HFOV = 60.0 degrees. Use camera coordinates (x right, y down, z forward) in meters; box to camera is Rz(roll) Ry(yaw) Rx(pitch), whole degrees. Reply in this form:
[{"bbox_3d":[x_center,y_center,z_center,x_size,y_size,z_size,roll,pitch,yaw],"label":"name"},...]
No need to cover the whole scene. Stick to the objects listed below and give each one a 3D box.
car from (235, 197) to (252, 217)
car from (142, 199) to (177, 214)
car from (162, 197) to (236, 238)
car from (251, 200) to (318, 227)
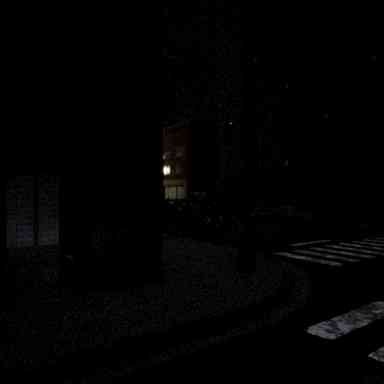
[{"bbox_3d":[2.971,1.312,27.184,2.192,1.841,5.009,0,0,-35],"label":"car"},{"bbox_3d":[-3.611,1.529,36.441,1.887,1.381,4.507,0,0,-35],"label":"car"},{"bbox_3d":[-0.284,1.284,17.912,2.192,1.841,5.009,0,0,-35],"label":"car"},{"bbox_3d":[6.162,1.529,22.694,1.752,1.417,4.829,0,0,-35],"label":"car"}]
